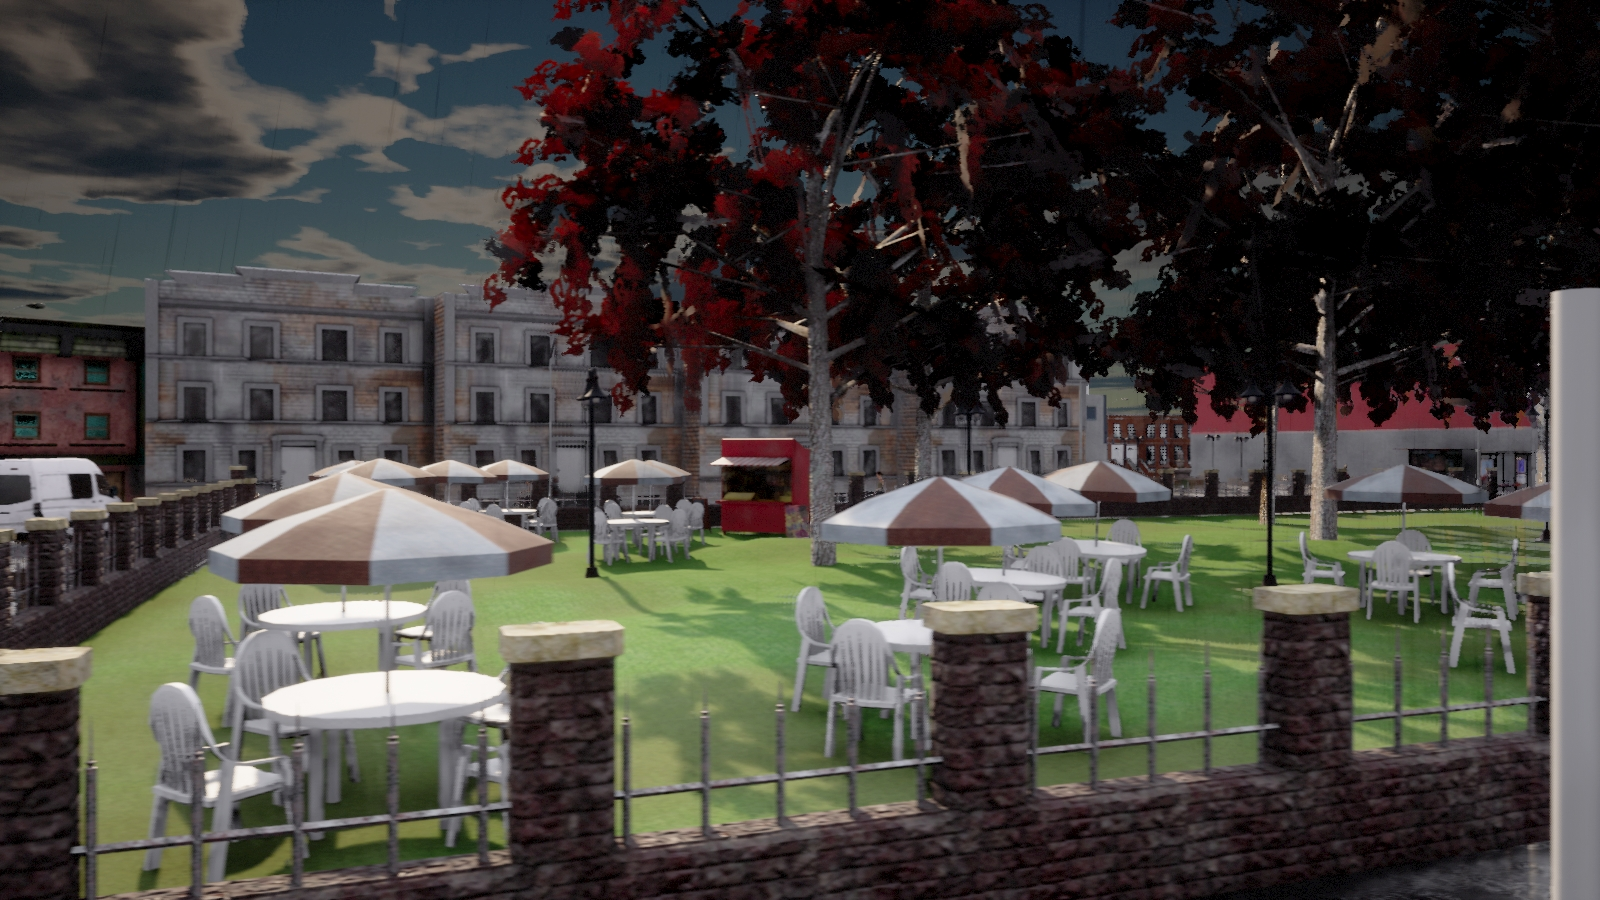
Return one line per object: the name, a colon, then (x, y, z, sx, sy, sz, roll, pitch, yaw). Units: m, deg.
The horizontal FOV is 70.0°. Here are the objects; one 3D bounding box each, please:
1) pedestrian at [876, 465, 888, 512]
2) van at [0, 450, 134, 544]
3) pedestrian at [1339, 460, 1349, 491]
pedestrian: (3.226, 1.523, 45.065, 0.375, 1.860, 0.375, 0, 0, -8)
van: (-22.576, 1.315, 34.618, 1.988, 2.561, 5.915, -1, 0, -8)
pedestrian: (32.614, 1.524, 68.524, 0.375, 1.860, 0.375, 0, 0, -20)
